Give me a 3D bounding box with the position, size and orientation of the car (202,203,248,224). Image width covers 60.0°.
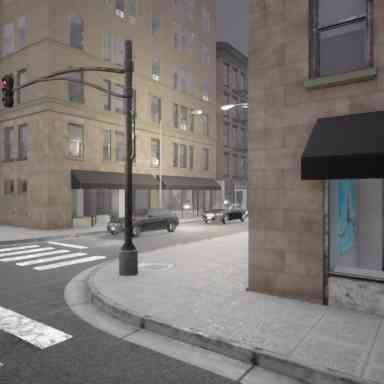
[{"bbox_3d":[2.695,1.641,26.299,2.128,1.511,4.902,0,0,35],"label":"car"}]

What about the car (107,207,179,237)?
[{"bbox_3d":[-2.612,1.620,18.829,1.812,1.442,4.674,0,0,37],"label":"car"}]
